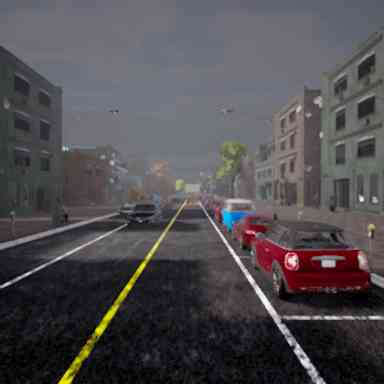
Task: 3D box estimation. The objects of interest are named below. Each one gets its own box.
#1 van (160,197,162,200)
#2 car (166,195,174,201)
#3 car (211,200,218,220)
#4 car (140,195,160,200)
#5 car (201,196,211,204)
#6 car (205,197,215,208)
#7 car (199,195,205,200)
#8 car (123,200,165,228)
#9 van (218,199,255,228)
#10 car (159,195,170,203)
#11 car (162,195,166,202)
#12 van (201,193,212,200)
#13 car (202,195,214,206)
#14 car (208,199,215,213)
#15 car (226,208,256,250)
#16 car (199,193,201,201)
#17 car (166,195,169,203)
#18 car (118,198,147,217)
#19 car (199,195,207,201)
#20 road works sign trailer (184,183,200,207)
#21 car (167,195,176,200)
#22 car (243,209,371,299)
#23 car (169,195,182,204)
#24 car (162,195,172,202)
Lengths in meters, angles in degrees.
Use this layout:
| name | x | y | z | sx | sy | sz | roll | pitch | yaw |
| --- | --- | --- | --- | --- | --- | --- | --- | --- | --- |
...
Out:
| name | x | y | z | sx | sy | sz | roll | pitch | yaw |
| --- | --- | --- | --- | --- | --- | --- | --- | --- | --- |
| van | -5.671 | 1.313 | 47.334 | 1.690 | 1.788 | 3.998 | -1 | 0 | 0 |
| car | -5.649 | 1.527 | 86.172 | 1.802 | 1.307 | 4.206 | -1 | 0 | 0 |
| car | 2.701 | 1.530 | 25.139 | 1.887 | 1.381 | 4.507 | -1 | 0 | 0 |
| car | -5.674 | 1.290 | 41.786 | 2.192 | 1.841 | 5.009 | -1 | 0 | 0 |
| car | 2.720 | 1.543 | 63.977 | 1.802 | 1.307 | 4.206 | -1 | 0 | 0 |
| car | 2.706 | 1.560 | 36.235 | 1.802 | 1.307 | 4.206 | -1 | 0 | 0 |
| car | 2.735 | 1.467 | 91.888 | 1.752 | 1.417 | 4.829 | -1 | 0 | 0 |
| car | -3.086 | 1.492 | 22.349 | 1.837 | 1.490 | 4.892 | 0 | 0 | 0 |
| van | 2.695 | 1.330 | 19.590 | 1.690 | 1.788 | 3.998 | -1 | 0 | 0 |
| car | -5.659 | 1.397 | 69.527 | 1.967 | 1.590 | 4.097 | -1 | 0 | 0 |
| car | -5.667 | 1.408 | 52.883 | 1.967 | 1.590 | 4.097 | -1 | 0 | 0 |
| van | 2.712 | 1.309 | 52.880 | 1.690 | 1.788 | 3.998 | -1 | 0 | 0 |
| car | 2.712 | 1.554 | 47.332 | 1.802 | 1.307 | 4.206 | -1 | 0 | 0 |
| car | 2.703 | 1.564 | 30.687 | 1.802 | 1.307 | 4.206 | -1 | 0 | 0 |
| car | 2.695 | 1.574 | 14.042 | 1.802 | 1.307 | 4.206 | -1 | 0 | 0 |
| car | 2.715 | 1.280 | 58.429 | 2.192 | 1.841 | 5.009 | -1 | 0 | 0 |
| car | -5.663 | 1.509 | 58.431 | 1.887 | 1.381 | 4.507 | -1 | 0 | 0 |
| car | -5.677 | 1.533 | 30.689 | 2.008 | 1.369 | 4.403 | -1 | 0 | 0 |
| car | 2.731 | 1.511 | 86.171 | 1.947 | 1.339 | 4.313 | -1 | 0 | 0 |
| road works sign trailer | 0.036 | 0.435 | 49.161 | 2.380 | 3.560 | 2.880 | 0 | 0 | 0 |
| car | -5.647 | 1.492 | 91.721 | 2.008 | 1.369 | 4.403 | -1 | 0 | 0 |
| car | 2.691 | 1.435 | 8.493 | 1.967 | 1.590 | 4.097 | -1 | 0 | 0 |
| car | -2.985 | 1.519 | 63.856 | 1.994 | 1.385 | 4.181 | 0 | 0 | 1 |
| car | -5.655 | 1.498 | 75.076 | 1.887 | 1.381 | 4.507 | -1 | 0 | 0 |
